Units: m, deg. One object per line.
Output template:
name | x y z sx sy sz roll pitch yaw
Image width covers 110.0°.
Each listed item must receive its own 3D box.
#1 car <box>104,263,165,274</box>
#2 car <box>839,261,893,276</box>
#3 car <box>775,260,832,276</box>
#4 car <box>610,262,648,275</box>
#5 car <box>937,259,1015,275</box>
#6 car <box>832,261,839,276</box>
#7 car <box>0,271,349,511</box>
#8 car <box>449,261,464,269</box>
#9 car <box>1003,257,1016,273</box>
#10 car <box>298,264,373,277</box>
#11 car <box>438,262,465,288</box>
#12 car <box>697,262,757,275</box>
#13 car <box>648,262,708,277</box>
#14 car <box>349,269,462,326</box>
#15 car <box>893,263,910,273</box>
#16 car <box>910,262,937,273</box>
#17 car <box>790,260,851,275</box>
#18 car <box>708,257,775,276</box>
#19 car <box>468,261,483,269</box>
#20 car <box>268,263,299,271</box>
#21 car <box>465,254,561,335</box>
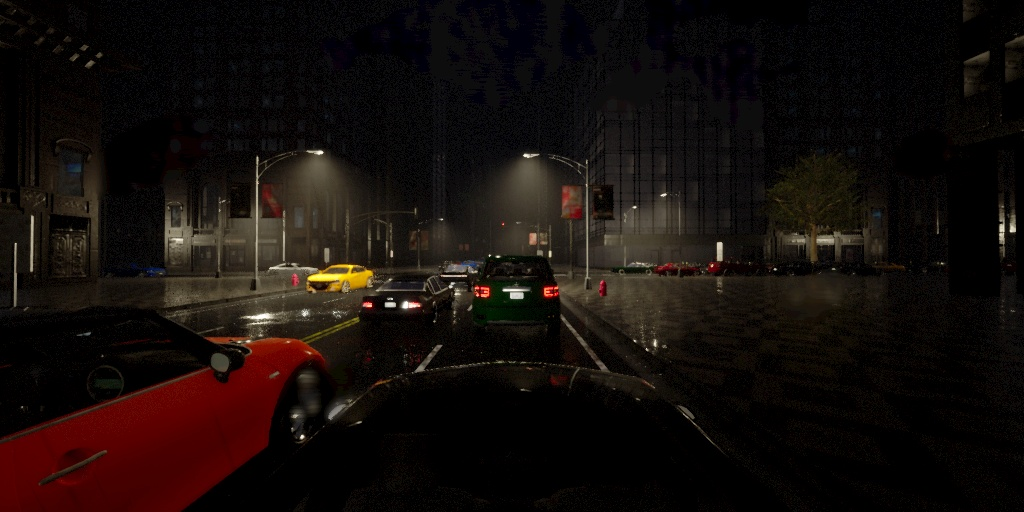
car | -37.213 1.471 35.461 5.008 1.535 1.882 0 -1 0
car | 32.283 1.260 33.563 4.313 1.339 1.948 0 0 -1
car | 26.646 1.276 33.485 4.313 1.339 1.948 0 0 -1
car | 13.214 1.422 39.075 4.718 1.301 1.895 0 -1 0
car | 43.559 1.214 33.720 4.507 1.381 1.888 0 0 -1
car | 29.377 1.236 36.100 4.892 1.490 1.837 0 -1 -1
car | -3.147 1.102 2.303 2.097 1.767 4.553 0 0 0
car | -9.711 1.571 63.178 1.812 1.442 4.674 0 0 1
car | 49.198 0.973 33.797 5.009 1.841 2.192 0 0 -1
car | -9.710 1.262 20.620 1.882 1.535 5.008 0 0 1
car | -3.121 1.280 21.451 2.128 1.511 4.902 0 0 0
car | 23.464 1.335 39.222 5.357 1.411 2.033 0 -1 -1
car | 15.370 1.327 33.330 4.207 1.307 1.802 0 0 -1
car | -3.120 1.307 11.714 2.033 1.411 5.357 0 0 0
car | 43.278 1.296 42.241 4.829 1.417 1.751 0 0 -1
car | 49.087 1.326 42.321 4.313 1.339 1.948 0 0 -1
car | 33.766 1.251 39.348 4.902 1.511 2.128 0 -1 -1
car | 21.008 1.041 33.408 5.009 1.841 2.192 0 0 -1
car | -6.451 1.599 64.033 2.033 1.411 5.357 0 0 1
car | -21.499 1.448 35.422 4.674 1.442 1.812 0 -1 0
car | 0.115 0.979 10.630 2.150 2.045 5.566 0 0 0
